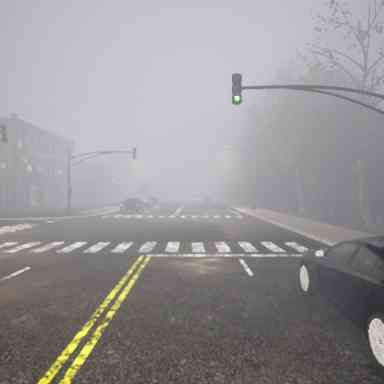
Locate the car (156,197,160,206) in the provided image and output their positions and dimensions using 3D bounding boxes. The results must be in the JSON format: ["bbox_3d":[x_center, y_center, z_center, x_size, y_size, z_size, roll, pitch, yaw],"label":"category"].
[{"bbox_3d":[-6.589,1.588,56.864,1.837,1.490,4.892,0,0,0],"label":"car"}]

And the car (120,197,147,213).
[{"bbox_3d":[-6.604,1.408,37.009,2.097,1.767,4.553,0,0,0],"label":"car"}]

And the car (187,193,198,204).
[{"bbox_3d":[0.091,1.320,68.584,2.150,2.045,5.566,0,0,0],"label":"car"}]

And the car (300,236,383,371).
[{"bbox_3d":[3.341,1.487,5.621,1.882,1.535,5.008,0,0,1],"label":"car"}]

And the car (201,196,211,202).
[{"bbox_3d":[3.241,1.636,79.107,2.128,1.511,4.902,0,0,0],"label":"car"}]

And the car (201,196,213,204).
[{"bbox_3d":[3.344,1.604,68.918,1.837,1.490,4.892,0,0,0],"label":"car"}]

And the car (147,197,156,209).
[{"bbox_3d":[-6.604,1.669,46.167,1.895,1.301,4.718,0,0,0],"label":"car"}]
